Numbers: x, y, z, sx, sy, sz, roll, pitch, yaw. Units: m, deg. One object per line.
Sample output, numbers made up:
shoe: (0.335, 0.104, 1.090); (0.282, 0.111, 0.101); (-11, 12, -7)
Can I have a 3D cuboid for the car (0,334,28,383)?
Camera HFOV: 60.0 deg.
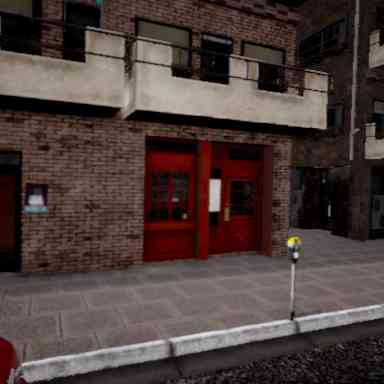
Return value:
car: (-2.835, 1.281, 1.149); (4.097, 1.590, 1.967); (1, 1, -23)
